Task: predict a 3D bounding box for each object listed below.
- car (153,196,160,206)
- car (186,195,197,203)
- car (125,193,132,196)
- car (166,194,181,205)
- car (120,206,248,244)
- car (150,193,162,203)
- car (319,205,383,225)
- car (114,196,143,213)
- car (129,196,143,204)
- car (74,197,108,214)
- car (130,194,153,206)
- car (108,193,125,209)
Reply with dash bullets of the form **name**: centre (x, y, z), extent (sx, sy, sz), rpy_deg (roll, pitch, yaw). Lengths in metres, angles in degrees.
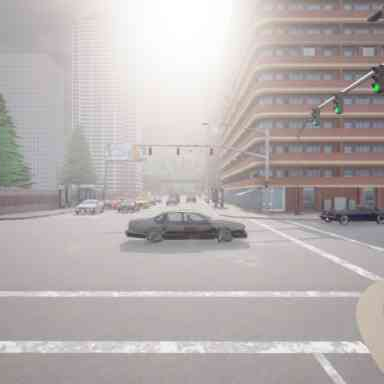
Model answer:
- **car**: centre (-7.175, 1.491, 56.588), extent (2.128, 1.511, 4.902), rpy_deg (0, 0, 0)
- **car**: centre (-0.112, 1.350, 69.683), extent (2.097, 1.767, 4.553), rpy_deg (0, 0, 0)
- **car**: centre (-10.679, 1.221, 53.608), extent (2.150, 2.045, 5.566), rpy_deg (0, 0, 0)
- **car**: centre (-3.493, 1.547, 58.193), extent (2.033, 1.411, 5.357), rpy_deg (0, 0, 0)
- **car**: centre (-0.264, 1.528, 15.046), extent (5.357, 1.411, 2.033), rpy_deg (0, 0, -1)
- **car**: centre (-7.132, 1.526, 66.812), extent (1.812, 1.442, 4.674), rpy_deg (0, 0, 0)
- **car**: centre (11.385, 1.545, 23.200), extent (4.718, 1.301, 1.895), rpy_deg (0, 0, -13)
- **car**: centre (-7.145, 1.526, 37.770), extent (1.812, 1.442, 4.674), rpy_deg (0, 0, 0)
- **car**: centre (-10.646, 1.505, 64.025), extent (1.837, 1.490, 4.892), rpy_deg (0, 0, 0)
- **car**: centre (-10.655, 1.526, 34.933), extent (1.812, 1.442, 4.674), rpy_deg (0, 0, 2)
- **car**: centre (-7.173, 1.477, 47.109), extent (1.882, 1.535, 5.008), rpy_deg (0, 0, 0)
- **car**: centre (-10.669, 1.352, 43.879), extent (2.097, 1.767, 4.553), rpy_deg (0, 0, 0)
